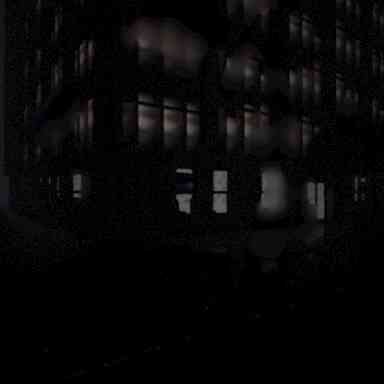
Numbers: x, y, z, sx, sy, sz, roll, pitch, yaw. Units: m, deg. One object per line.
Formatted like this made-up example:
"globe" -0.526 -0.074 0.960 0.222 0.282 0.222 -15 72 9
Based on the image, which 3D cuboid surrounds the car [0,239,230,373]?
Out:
"car" -1.266 1.551 5.650 4.313 1.339 1.947 0 1 -36
